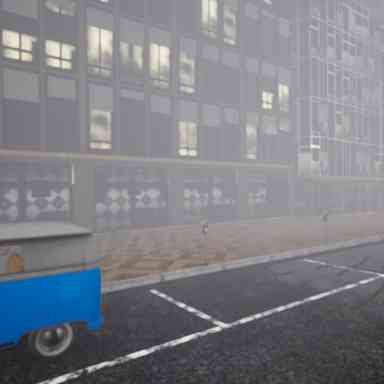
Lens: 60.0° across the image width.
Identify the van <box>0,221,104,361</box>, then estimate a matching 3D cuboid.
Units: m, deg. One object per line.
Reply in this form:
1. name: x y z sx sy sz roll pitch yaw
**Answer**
1. van: -3.185 1.343 4.293 3.998 1.788 1.690 -1 0 -35
